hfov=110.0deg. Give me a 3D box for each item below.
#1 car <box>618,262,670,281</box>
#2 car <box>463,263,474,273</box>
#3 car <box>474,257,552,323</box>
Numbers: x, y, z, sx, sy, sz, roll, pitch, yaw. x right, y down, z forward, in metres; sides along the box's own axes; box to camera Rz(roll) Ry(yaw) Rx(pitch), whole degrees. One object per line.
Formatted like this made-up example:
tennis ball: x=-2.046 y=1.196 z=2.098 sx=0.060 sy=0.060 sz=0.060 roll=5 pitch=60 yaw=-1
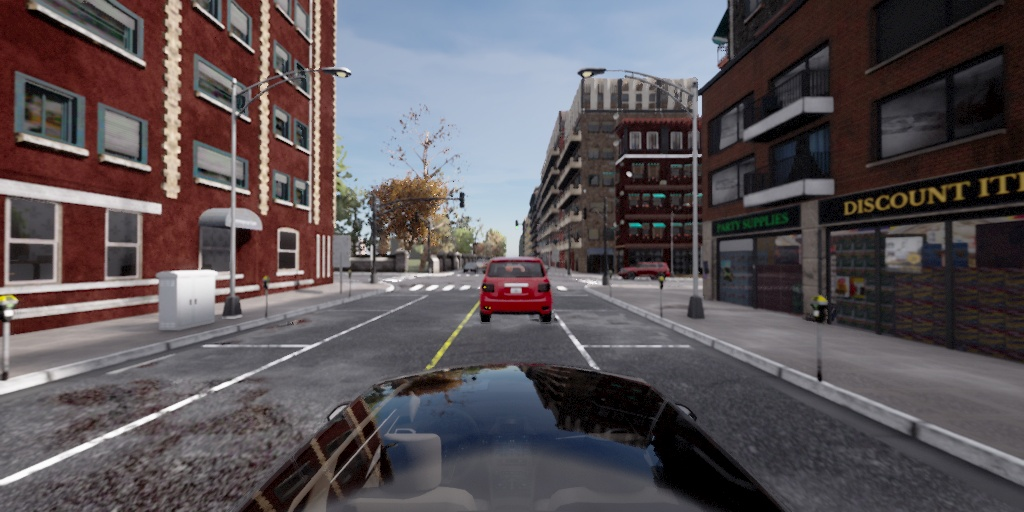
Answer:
car: x=13.509 y=1.557 z=36.700 sx=5.009 sy=1.841 sz=2.192 roll=0 pitch=0 yaw=0
car: x=-5.608 y=1.606 z=49.076 sx=1.948 sy=1.339 sz=4.313 roll=0 pitch=0 yaw=0
car: x=0.117 y=1.036 z=12.493 sx=2.150 sy=2.045 sz=5.566 roll=0 pitch=0 yaw=0
